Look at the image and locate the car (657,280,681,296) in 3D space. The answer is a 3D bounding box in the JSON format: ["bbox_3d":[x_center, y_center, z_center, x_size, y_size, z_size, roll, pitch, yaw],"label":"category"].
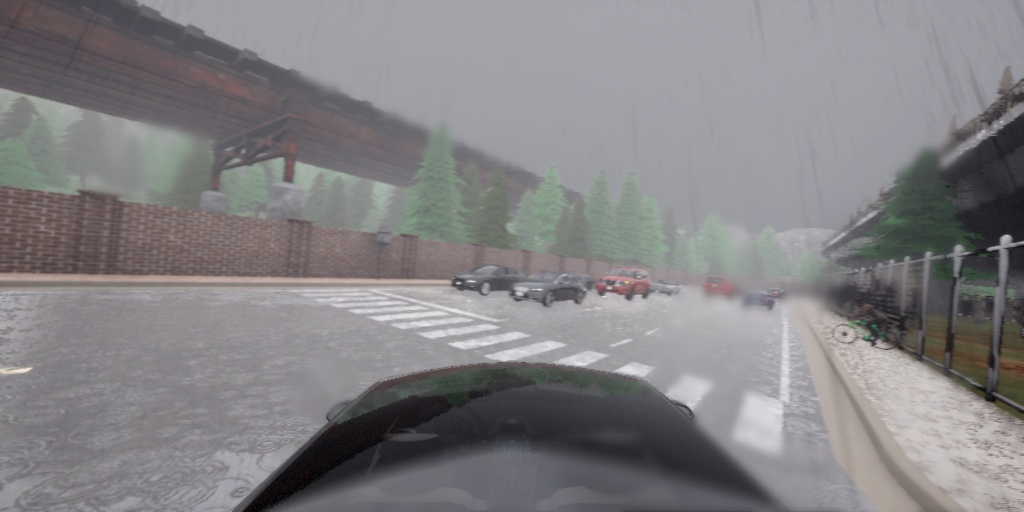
[{"bbox_3d":[13.971,2.871,32.772,1.895,1.301,4.718,6,0,38],"label":"car"}]

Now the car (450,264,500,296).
[{"bbox_3d":[-1.035,1.190,18.875,1.837,1.490,4.892,6,0,38],"label":"car"}]

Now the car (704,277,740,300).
[{"bbox_3d":[20.765,3.197,35.665,2.150,2.045,5.566,6,0,38],"label":"car"}]

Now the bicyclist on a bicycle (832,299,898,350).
[{"bbox_3d":[12.191,2.331,12.381,1.656,1.620,0.582,5,0,38],"label":"bicyclist on a bicycle"}]

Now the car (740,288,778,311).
[{"bbox_3d":[19.213,3.322,27.829,1.812,1.442,4.674,6,0,38],"label":"car"}]

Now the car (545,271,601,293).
[{"bbox_3d":[4.561,1.883,26.215,1.895,1.301,4.718,6,0,38],"label":"car"}]

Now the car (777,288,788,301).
[{"bbox_3d":[33.382,4.803,45.327,4.892,1.490,1.837,8,-2,-43],"label":"car"}]

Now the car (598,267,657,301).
[{"bbox_3d":[7.829,1.835,24.702,2.150,2.045,5.566,6,0,37],"label":"car"}]

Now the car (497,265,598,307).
[{"bbox_3d":[1.833,1.467,16.882,2.128,1.511,4.902,6,0,38],"label":"car"}]
